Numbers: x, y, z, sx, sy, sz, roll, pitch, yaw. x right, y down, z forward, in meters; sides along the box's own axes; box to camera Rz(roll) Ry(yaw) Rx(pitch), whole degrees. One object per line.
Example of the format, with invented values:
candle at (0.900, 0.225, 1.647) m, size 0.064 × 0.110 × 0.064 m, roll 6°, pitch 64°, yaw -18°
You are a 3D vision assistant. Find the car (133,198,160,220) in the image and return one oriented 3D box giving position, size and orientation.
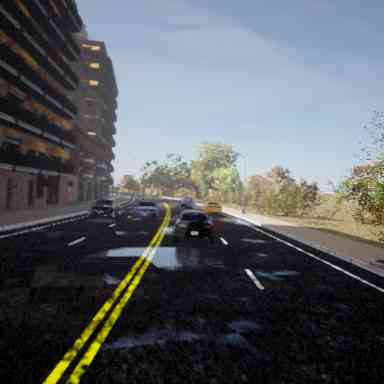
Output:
car at (-3.811, 1.499, 28.274) m, size 1.812 × 1.442 × 4.674 m, roll 3°, pitch 0°, yaw -3°

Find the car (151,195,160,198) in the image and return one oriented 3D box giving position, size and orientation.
car at (-8.145, 1.339, 74.393) m, size 1.812 × 1.442 × 4.674 m, roll 3°, pitch 0°, yaw -8°

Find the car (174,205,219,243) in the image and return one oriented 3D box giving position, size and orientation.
car at (0.068, 1.632, 16.711) m, size 1.812 × 1.442 × 4.674 m, roll 3°, pitch 0°, yaw -2°

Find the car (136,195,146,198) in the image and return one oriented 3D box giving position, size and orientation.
car at (-10.499, 1.325, 67.642) m, size 1.837 × 1.490 × 4.892 m, roll 3°, pitch 0°, yaw -7°

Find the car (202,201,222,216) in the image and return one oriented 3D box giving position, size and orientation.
car at (2.285, 1.826, 38.518) m, size 1.882 × 1.535 × 5.008 m, roll 3°, pitch 0°, yaw -4°

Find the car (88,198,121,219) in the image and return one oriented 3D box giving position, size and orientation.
car at (-7.008, 1.305, 27.145) m, size 1.837 × 1.490 × 4.892 m, roll 3°, pitch 0°, yaw -3°

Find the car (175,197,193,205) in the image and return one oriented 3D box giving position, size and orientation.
car at (-0.908, 1.669, 37.580) m, size 2.128 × 1.511 × 4.902 m, roll 3°, pitch 0°, yaw -4°
